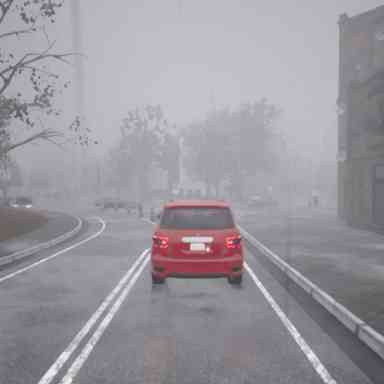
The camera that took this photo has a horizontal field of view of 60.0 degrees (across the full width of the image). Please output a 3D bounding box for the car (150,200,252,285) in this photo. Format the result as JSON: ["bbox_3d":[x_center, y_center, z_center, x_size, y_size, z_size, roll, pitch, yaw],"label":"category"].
[{"bbox_3d":[0.117,1.221,9.632,2.150,2.045,5.566,0,0,0],"label":"car"}]

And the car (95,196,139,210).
[{"bbox_3d":[-7.945,1.176,35.604,4.902,1.511,2.128,0,1,11],"label":"car"}]

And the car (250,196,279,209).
[{"bbox_3d":[8.264,1.139,38.461,4.674,1.442,1.812,-1,2,-45],"label":"car"}]

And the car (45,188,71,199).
[{"bbox_3d":[-25.726,0.217,63.989,2.150,2.045,5.566,0,2,16],"label":"car"}]

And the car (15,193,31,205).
[{"bbox_3d":[-23.687,0.894,46.621,1.882,1.535,5.008,-1,2,-27],"label":"car"}]
